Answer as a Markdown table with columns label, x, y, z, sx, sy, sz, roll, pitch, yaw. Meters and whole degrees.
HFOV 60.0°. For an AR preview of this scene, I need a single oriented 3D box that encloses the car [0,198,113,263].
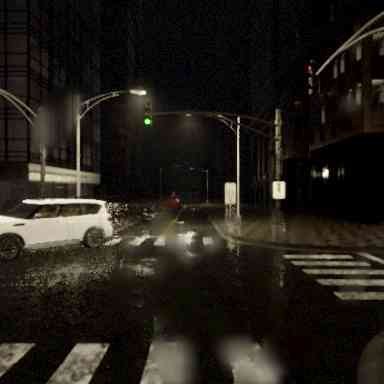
| label | x | y | z | sx | sy | sz | roll | pitch | yaw |
| --- | --- | --- | --- | --- | --- | --- | --- | --- | --- |
| car | -5.657 | 1.275 | 12.796 | 2.150 | 2.045 | 5.566 | 2 | 0 | 39 |

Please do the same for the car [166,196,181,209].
| label | x | y | z | sx | sy | sz | roll | pitch | yaw |
| --- | --- | --- | --- | --- | --- | --- | --- | --- | --- |
| car | -2.931 | 1.617 | 53.423 | 2.150 | 2.045 | 5.566 | 0 | -1 | 1 |

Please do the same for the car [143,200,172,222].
| label | x | y | z | sx | sy | sz | roll | pitch | yaw |
| --- | --- | --- | --- | --- | --- | --- | --- | --- | --- |
| car | -3.037 | 1.723 | 28.708 | 1.837 | 1.490 | 4.892 | 0 | 0 | 0 |
